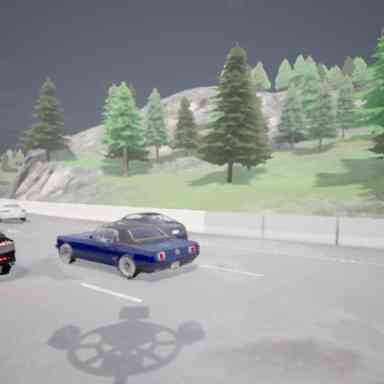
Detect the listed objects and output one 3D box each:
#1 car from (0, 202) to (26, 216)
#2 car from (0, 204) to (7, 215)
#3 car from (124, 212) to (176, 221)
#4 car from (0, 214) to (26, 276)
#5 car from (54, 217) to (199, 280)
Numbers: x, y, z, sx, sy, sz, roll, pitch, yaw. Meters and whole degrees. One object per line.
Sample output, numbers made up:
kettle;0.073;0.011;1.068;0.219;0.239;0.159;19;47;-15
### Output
car;-14.090;1.492;25.151;4.674;1.442;1.812;0;0;44
car;-12.830;1.514;19.089;5.357;1.411;2.033;0;0;43
car;-2.203;1.566;14.606;4.181;1.385;1.994;0;0;39
car;-6.647;1.473;9.201;4.902;1.511;2.128;0;0;40
car;-2.166;1.601;10.043;4.718;1.301;1.895;0;0;39
